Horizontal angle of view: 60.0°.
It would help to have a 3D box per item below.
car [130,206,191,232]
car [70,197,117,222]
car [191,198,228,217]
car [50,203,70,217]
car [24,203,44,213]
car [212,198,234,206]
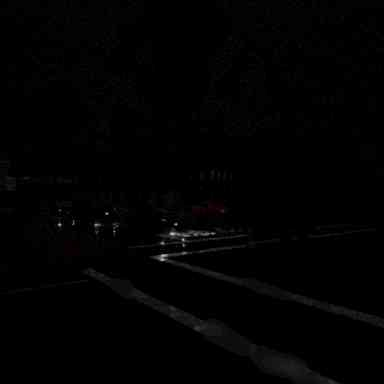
[{"bbox_3d":[-2.346,1.634,21.292,1.812,1.442,4.674,0,-1,-37],"label":"car"},{"bbox_3d":[-8.738,1.506,29.799,2.150,2.045,5.566,0,-1,-37],"label":"car"},{"bbox_3d":[1.476,1.699,34.041,1.882,1.535,5.008,0,-1,-37],"label":"car"},{"bbox_3d":[-14.972,2.043,38.107,1.812,1.442,4.674,0,-1,-37],"label":"car"},{"bbox_3d":[-23.943,2.421,50.200,2.033,1.411,5.357,0,-1,-37],"label":"car"},{"bbox_3d":[5.532,1.772,60.043,1.970,1.475,3.806,0,-1,-37],"label":"car"}]
